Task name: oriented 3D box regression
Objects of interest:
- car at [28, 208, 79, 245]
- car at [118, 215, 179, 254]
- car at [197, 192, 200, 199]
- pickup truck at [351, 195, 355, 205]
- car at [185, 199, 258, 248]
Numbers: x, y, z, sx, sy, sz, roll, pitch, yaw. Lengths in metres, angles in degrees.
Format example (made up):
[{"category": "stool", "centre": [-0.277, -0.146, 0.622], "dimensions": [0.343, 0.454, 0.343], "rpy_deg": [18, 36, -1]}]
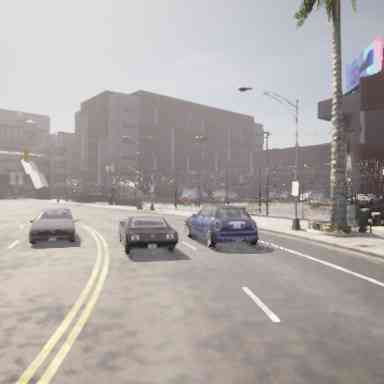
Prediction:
[{"category": "car", "centre": [-6.431, 1.486, 15.666], "dimensions": [2.033, 1.411, 5.357], "rpy_deg": [1, 0, -20]}, {"category": "car", "centre": [-1.966, 1.580, 13.612], "dimensions": [1.895, 1.301, 4.718], "rpy_deg": [1, 0, -16]}, {"category": "car", "centre": [-1.054, 1.230, 52.571], "dimensions": [2.185, 1.767, 4.553], "rpy_deg": [0, 0, -41]}, {"category": "pickup truck", "centre": [16.459, 1.228, 31.202], "dimensions": [6.274, 2.098, 2.390], "rpy_deg": [0, 0, -41]}, {"category": "car", "centre": [1.168, 1.357, 15.123], "dimensions": [2.097, 1.767, 4.553], "rpy_deg": [0, 0, -16]}]
